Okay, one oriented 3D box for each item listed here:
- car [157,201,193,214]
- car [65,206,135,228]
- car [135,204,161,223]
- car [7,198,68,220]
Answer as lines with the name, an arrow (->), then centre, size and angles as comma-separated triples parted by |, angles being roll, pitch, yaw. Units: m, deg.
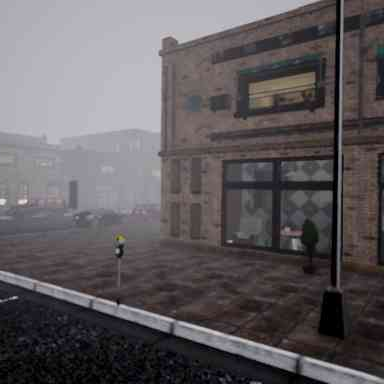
car -> -1.980, 1.826, 40.618 | 1.812, 1.442, 4.674 | 1, 0, 36
car -> -6.635, 1.803, 24.399 | 1.947, 1.339, 4.313 | 0, 0, 36
car -> -3.369, 1.731, 28.885 | 1.967, 1.590, 4.097 | 0, 0, 36
car -> -13.408, 1.424, 29.330 | 2.192, 1.841, 5.009 | 0, 0, 36
